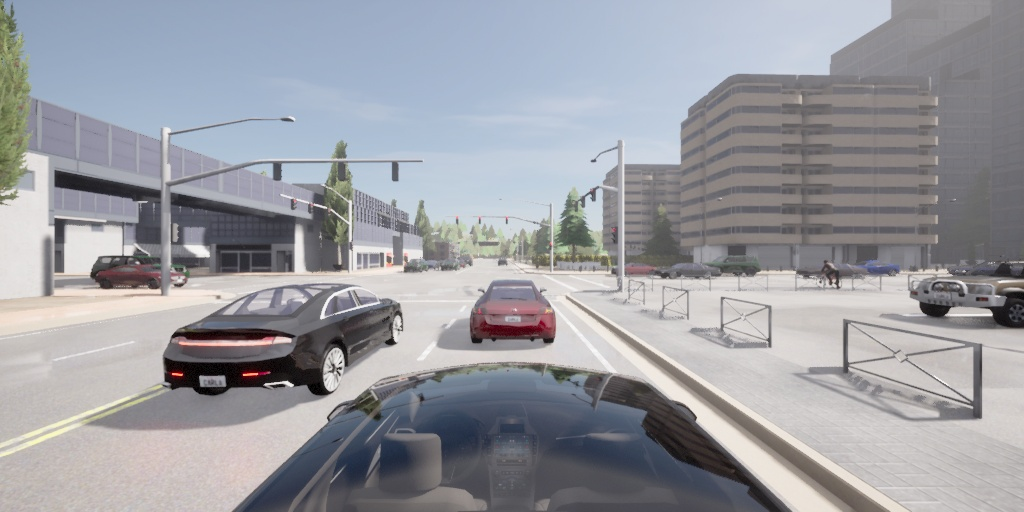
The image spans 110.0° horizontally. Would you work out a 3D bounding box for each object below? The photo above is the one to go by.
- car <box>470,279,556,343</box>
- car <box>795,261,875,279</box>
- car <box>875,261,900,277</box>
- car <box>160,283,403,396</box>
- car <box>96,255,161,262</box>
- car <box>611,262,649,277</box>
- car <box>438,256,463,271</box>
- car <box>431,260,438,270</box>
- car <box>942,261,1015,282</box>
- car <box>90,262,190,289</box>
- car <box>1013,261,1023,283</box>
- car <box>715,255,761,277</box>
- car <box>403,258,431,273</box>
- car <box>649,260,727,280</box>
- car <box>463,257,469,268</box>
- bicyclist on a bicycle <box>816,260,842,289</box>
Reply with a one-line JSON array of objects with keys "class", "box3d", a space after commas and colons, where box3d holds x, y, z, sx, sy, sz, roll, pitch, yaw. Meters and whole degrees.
[{"class": "car", "box3d": [0.009, 1.312, 9.644, 1.994, 1.385, 4.181, 0, 0, 0]}, {"class": "car", "box3d": [28.146, 1.290, 31.593, 5.357, 1.411, 2.033, 0, 0, -2]}, {"class": "car", "box3d": [35.051, 1.219, 35.290, 5.008, 1.535, 1.882, 0, 0, -2]}, {"class": "car", "box3d": [-3.476, 1.240, 6.585, 2.128, 1.511, 4.902, 0, 0, 0]}, {"class": "car", "box3d": [-26.453, 0.966, 25.594, 5.566, 2.045, 2.150, 0, 0, -1]}, {"class": "car", "box3d": [11.734, 1.306, 34.600, 4.181, 1.385, 1.994, 0, 0, -2]}, {"class": "car", "box3d": [-8.371, 1.090, 49.038, 2.097, 1.767, 4.553, 0, 0, -1]}, {"class": "car", "box3d": [-12.007, 1.285, 53.612, 2.033, 1.411, 5.357, 0, 0, -2]}, {"class": "car", "box3d": [42.051, 1.343, 31.961, 4.718, 1.301, 1.895, 0, 0, -1]}, {"class": "car", "box3d": [-22.895, 1.271, 22.199, 4.674, 1.442, 1.812, 0, 0, 0]}, {"class": "car", "box3d": [43.291, 1.307, 28.395, 4.181, 1.385, 1.994, 0, 0, -1]}, {"class": "car", "box3d": [21.078, 0.963, 34.884, 5.566, 2.045, 2.150, 0, 0, -2]}, {"class": "car", "box3d": [-11.785, 1.091, 44.147, 2.097, 1.767, 4.553, 0, 0, 0]}, {"class": "car", "box3d": [15.225, 1.290, 31.204, 5.357, 1.411, 2.033, 0, 0, -2]}, {"class": "car", "box3d": [-8.642, 1.300, 59.006, 1.994, 1.385, 4.181, 0, 0, -1]}, {"class": "bicyclist on a bicycle", "box3d": [17.920, 1.048, 20.297, 0.582, 1.620, 1.656, 0, 0, -2]}]
